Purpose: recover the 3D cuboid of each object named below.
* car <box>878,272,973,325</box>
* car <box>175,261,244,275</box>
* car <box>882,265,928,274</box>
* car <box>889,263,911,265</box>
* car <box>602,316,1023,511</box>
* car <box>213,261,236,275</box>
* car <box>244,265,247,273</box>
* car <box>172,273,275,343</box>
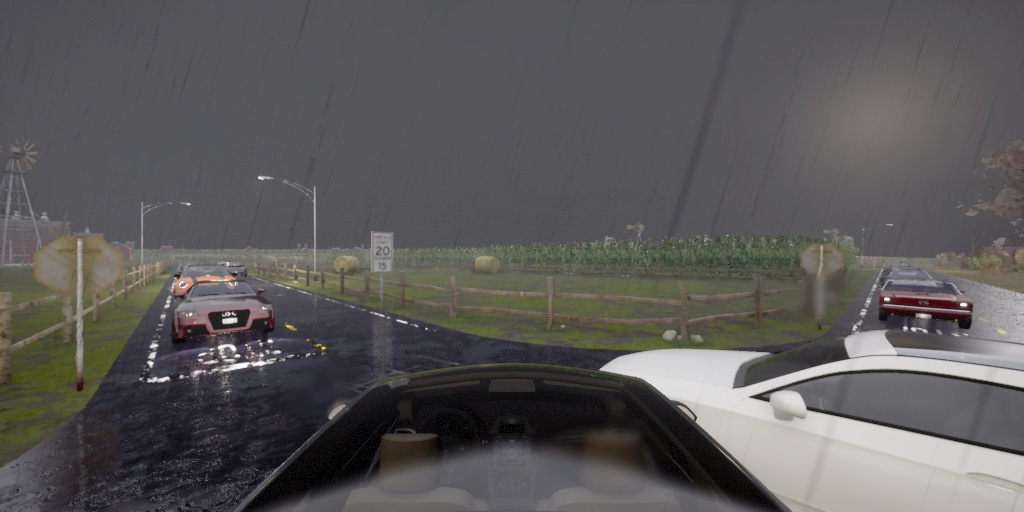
[{"bbox_3d":[13.353,1.402,11.774,4.718,1.301,1.895,0,1,-44],"label":"car"},{"bbox_3d":[-13.952,1.157,16.382,2.097,1.767,4.553,0,0,-43],"label":"car"},{"bbox_3d":[20.333,1.370,18.441,5.357,1.411,2.033,0,1,-44],"label":"car"},{"bbox_3d":[26.995,1.411,24.795,4.181,1.385,1.994,0,1,-44],"label":"car"},{"bbox_3d":[2.808,1.293,2.557,1.812,1.442,4.674,0,1,-45],"label":"car"},{"bbox_3d":[-34.329,1.350,42.773,1.837,1.490,4.892,0,0,-42],"label":"car"},{"bbox_3d":[-27.499,1.320,35.414,2.128,1.511,4.902,0,0,-42],"label":"car"},{"bbox_3d":[-8.082,1.364,9.984,1.994,1.385,4.181,0,0,-43],"label":"car"}]
